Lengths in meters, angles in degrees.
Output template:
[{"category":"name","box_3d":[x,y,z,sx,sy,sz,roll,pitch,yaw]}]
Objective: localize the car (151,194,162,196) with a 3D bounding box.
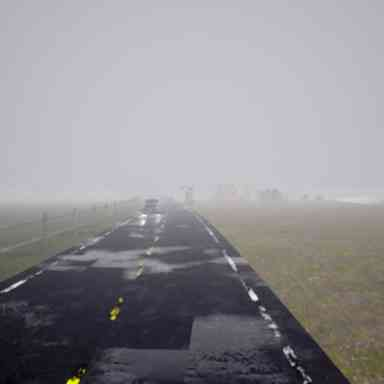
[{"category":"car","box_3d":[-8.500,1.346,74.337,2.128,1.511,4.902,0,0,-9]}]

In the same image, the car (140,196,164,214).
[{"category":"car","box_3d":[-4.126,1.414,34.148,1.837,1.490,4.892,0,0,-4]}]

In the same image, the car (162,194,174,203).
[{"category":"car","box_3d":[-4.684,1.490,67.559,1.895,1.301,4.718,0,0,-8]}]

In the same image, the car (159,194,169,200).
[{"category":"car","box_3d":[-7.131,1.298,83.329,2.033,1.411,5.357,0,0,-10]}]
